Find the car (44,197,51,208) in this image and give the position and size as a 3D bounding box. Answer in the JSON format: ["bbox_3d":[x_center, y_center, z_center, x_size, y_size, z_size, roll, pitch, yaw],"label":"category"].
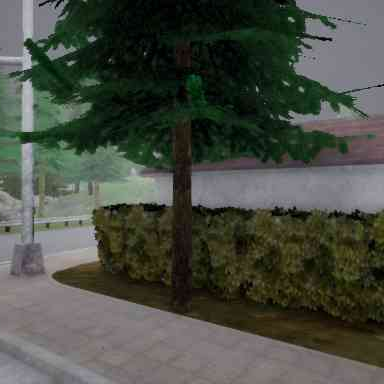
[{"bbox_3d":[-21.086,1.548,52.544,2.097,1.767,4.553,0,0,35],"label":"car"}]
